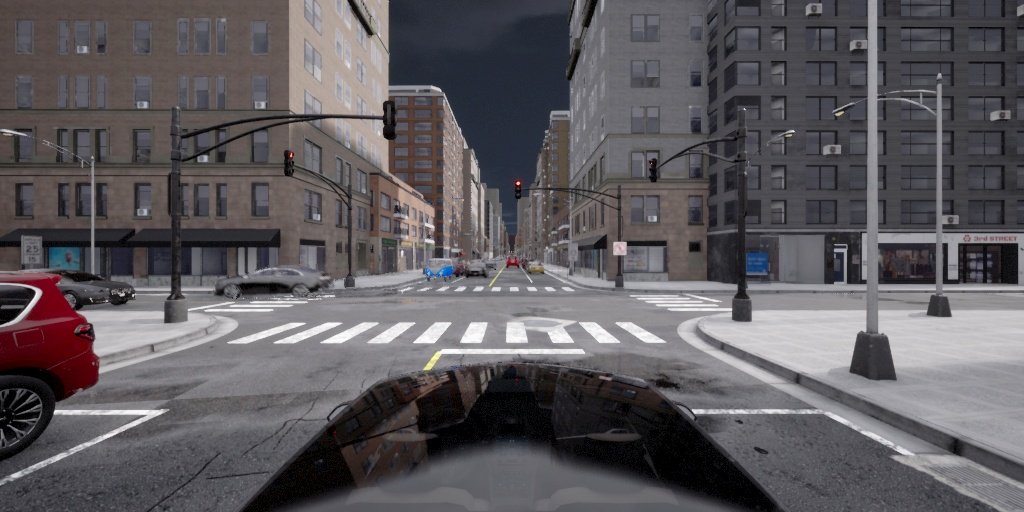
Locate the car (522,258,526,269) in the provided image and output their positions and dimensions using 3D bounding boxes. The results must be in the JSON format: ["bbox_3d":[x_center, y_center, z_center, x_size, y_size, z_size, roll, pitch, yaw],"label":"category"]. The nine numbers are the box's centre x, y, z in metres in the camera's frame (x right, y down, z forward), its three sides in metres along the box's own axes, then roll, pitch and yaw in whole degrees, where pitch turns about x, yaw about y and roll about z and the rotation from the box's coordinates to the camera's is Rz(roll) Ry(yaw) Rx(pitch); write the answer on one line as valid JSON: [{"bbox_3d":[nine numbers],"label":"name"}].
[{"bbox_3d":[2.706,1.296,45.872,2.007,1.370,4.403,0,0,0],"label":"car"}]

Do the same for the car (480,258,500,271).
[{"bbox_3d":[-3.057,1.292,49.262,2.033,1.411,5.357,0,0,0],"label":"car"}]

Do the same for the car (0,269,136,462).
[{"bbox_3d":[-5.858,1.065,2.122,2.192,1.841,5.009,0,0,0],"label":"car"}]

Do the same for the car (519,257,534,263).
[{"bbox_3d":[2.716,1.058,57.060,2.192,1.841,5.009,0,0,0],"label":"car"}]

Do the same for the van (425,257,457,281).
[{"bbox_3d":[-5.834,1.088,29.069,1.690,1.789,3.998,0,0,0],"label":"van"}]

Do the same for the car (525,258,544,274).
[{"bbox_3d":[2.701,1.272,40.447,1.751,1.417,4.829,0,0,0],"label":"car"}]

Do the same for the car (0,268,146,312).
[{"bbox_3d":[-17.565,1.265,13.846,4.892,1.490,1.837,0,0,-2],"label":"car"}]

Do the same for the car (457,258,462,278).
[{"bbox_3d":[-5.830,1.062,34.665,2.192,1.841,5.009,0,0,0],"label":"car"}]

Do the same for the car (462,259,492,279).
[{"bbox_3d":[-3.073,1.252,32.436,1.837,1.490,4.892,0,0,0],"label":"car"}]

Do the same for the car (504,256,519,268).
[{"bbox_3d":[0.150,0.964,60.954,2.150,2.045,5.566,0,0,0],"label":"car"}]

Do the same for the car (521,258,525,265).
[{"bbox_3d":[2.711,1.310,51.466,1.948,1.339,4.313,0,0,0],"label":"car"}]

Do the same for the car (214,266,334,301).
[{"bbox_3d":[-11.201,1.244,17.105,4.902,1.511,2.128,0,1,-8],"label":"car"}]
